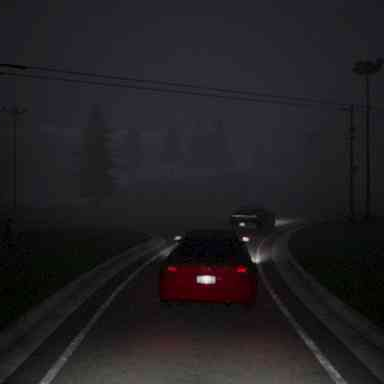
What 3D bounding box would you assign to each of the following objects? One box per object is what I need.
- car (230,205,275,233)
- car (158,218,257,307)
[{"bbox_3d":[3.776,1.532,20.213,2.128,1.511,4.902,0,0,25],"label":"car"},{"bbox_3d":[0.460,1.580,8.098,1.994,1.385,4.181,0,0,6],"label":"car"}]
